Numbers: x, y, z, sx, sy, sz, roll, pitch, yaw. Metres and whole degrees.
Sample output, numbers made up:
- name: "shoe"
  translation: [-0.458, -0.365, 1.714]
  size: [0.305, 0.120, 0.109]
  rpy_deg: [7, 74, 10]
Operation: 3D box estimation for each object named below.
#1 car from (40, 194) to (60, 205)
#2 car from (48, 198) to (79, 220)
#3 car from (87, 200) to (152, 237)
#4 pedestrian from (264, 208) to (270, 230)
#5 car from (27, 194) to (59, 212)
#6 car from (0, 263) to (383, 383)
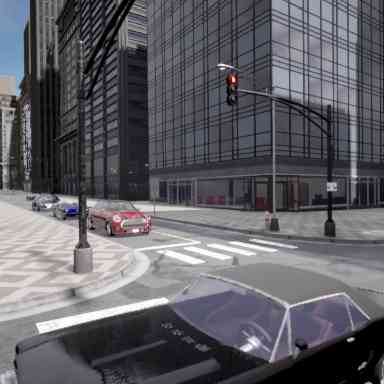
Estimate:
- name: "car"
  translation: [-20.461, 1.002, 47.810]
  size: [1.837, 1.490, 4.892]
  rpy_deg: [-1, 1, -34]
- name: "car"
  translation: [-9.597, 1.389, 26.075]
  size: [1.895, 1.301, 4.718]
  rpy_deg: [-1, 1, -34]
- name: "car"
  translation: [-3.928, 1.233, 17.689]
  size: [2.097, 1.767, 4.553]
  rpy_deg: [-1, 1, -34]
- name: "pedestrian"
  translation: [3.896, 1.373, 17.267]
  size: [0.500, 1.100, 0.500]
  rpy_deg: [0, 0, -34]
- name: "car"
  translation: [-15.410, 1.178, 34.672]
  size: [2.128, 1.511, 4.902]
  rpy_deg: [-1, 1, -34]
- name: "car"
  translation: [0.600, 1.602, 3.663]
  size: [4.718, 1.301, 1.895]
  rpy_deg: [0, 0, -34]
